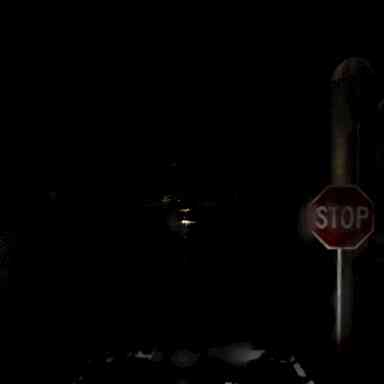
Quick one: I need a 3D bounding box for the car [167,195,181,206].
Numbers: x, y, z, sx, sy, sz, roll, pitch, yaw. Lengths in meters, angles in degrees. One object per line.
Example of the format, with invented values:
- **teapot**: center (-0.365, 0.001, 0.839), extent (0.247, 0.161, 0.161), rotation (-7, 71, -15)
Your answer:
- **car**: center (-2.783, 1.294, 53.286), extent (2.097, 1.767, 4.553), rotation (0, 0, 0)
